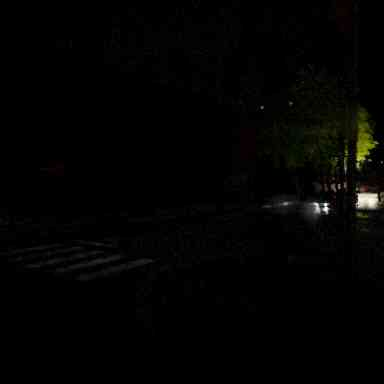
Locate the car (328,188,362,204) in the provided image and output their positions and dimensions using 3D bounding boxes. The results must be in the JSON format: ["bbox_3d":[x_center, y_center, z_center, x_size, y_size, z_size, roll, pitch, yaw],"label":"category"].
[{"bbox_3d":[17.115,0.583,37.063,2.033,1.411,5.357,1,2,35],"label":"car"}]

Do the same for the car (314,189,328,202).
[{"bbox_3d":[16.572,0.414,41.109,2.128,1.511,4.902,1,2,35],"label":"car"}]

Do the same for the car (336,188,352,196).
[{"bbox_3d":[29.315,-0.090,64.111,2.008,1.369,4.403,3,3,35],"label":"car"}]

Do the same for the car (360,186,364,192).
[{"bbox_3d":[36.475,-0.314,74.459,1.947,1.339,4.313,3,3,35],"label":"car"}]

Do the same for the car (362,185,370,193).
[{"bbox_3d":[42.657,-0.495,83.435,1.802,1.307,4.206,3,3,35],"label":"car"}]

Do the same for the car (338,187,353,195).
[{"bbox_3d":[30.415,-0.154,65.749,1.752,1.417,4.829,3,3,35],"label":"car"}]
